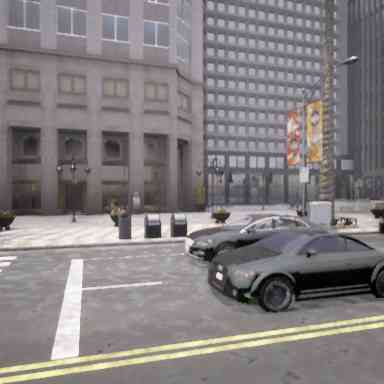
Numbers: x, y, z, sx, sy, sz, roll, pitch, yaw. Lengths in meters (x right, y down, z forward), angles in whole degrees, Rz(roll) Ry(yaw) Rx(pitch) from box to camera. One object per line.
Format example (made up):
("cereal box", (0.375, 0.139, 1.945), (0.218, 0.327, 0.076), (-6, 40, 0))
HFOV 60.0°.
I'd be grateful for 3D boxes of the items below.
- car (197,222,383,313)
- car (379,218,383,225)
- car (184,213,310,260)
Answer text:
("car", (2.474, 1.554, 7.445), (4.181, 1.385, 1.994), (0, 0, -17))
("car", (12.043, 1.482, 17.217), (4.786, 1.482, 2.161), (0, 0, -17))
("car", (2.199, 1.479, 11.018), (4.902, 1.511, 2.128), (0, 0, -17))
